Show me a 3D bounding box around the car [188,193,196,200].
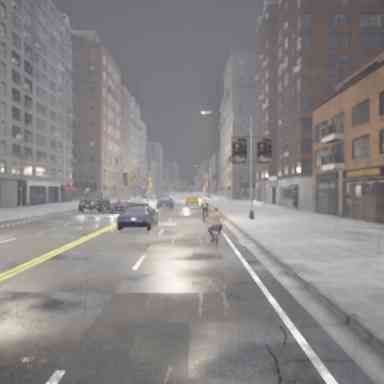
[{"bbox_3d":[-0.011,0.991,74.472,1.837,1.490,4.892,0,0,0],"label":"car"}]

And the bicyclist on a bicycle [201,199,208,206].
[{"bbox_3d":[0.890,1.294,22.735,0.582,1.620,1.656,0,0,0],"label":"bicyclist on a bicycle"}]

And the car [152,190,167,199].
[{"bbox_3d":[-6.510,0.663,70.861,2.150,2.045,5.566,0,0,0],"label":"car"}]

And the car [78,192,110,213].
[{"bbox_3d":[-9.837,0.986,34.080,2.150,2.045,5.566,0,0,0],"label":"car"}]

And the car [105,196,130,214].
[{"bbox_3d":[-6.591,1.341,31.894,1.994,1.385,4.181,0,0,0],"label":"car"}]

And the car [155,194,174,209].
[{"bbox_3d":[-3.155,1.248,39.928,1.812,1.442,4.674,0,0,0],"label":"car"}]

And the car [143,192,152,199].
[{"bbox_3d":[-9.761,0.854,75.073,1.837,1.490,4.892,0,0,0],"label":"car"}]

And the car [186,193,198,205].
[{"bbox_3d":[0.034,1.120,51.616,1.882,1.535,5.008,0,0,0],"label":"car"}]

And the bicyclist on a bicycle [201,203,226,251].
[{"bbox_3d":[0.902,1.348,12.660,0.866,1.612,1.509,0,0,0],"label":"bicyclist on a bicycle"}]

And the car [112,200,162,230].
[{"bbox_3d":[-3.154,1.423,19.942,1.994,1.385,4.181,0,0,0],"label":"car"}]
